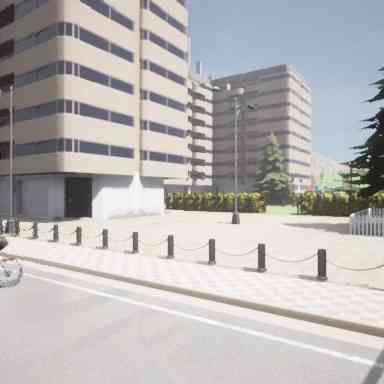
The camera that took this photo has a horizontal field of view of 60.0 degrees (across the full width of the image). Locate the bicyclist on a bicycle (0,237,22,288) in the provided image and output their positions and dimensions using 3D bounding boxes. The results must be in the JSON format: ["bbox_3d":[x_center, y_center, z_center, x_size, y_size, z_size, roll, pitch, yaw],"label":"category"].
[{"bbox_3d":[-4.577,1.442,7.355,0.582,1.620,1.656,0,1,34],"label":"bicyclist on a bicycle"}]
